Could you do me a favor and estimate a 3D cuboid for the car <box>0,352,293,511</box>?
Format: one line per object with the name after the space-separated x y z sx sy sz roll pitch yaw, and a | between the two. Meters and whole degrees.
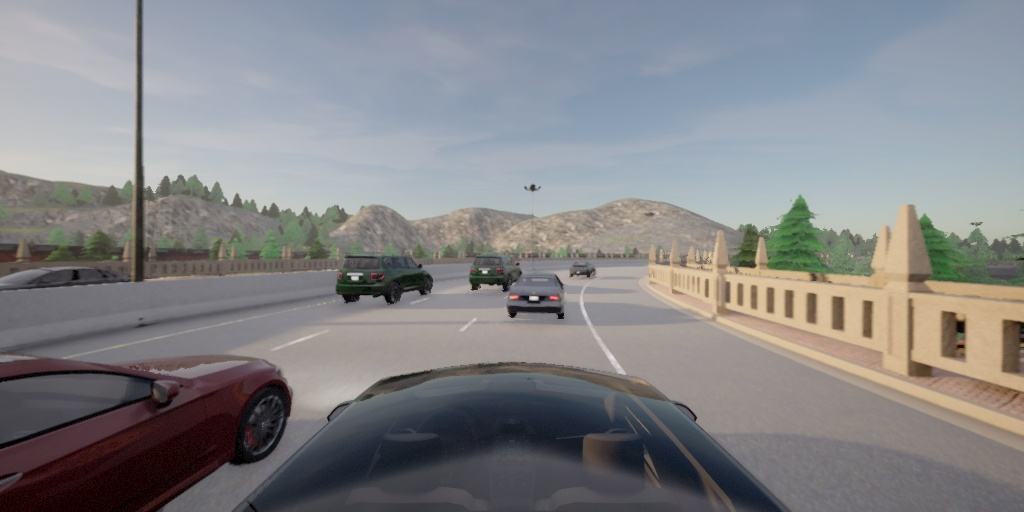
-3.313 1.262 1.962 1.812 1.442 4.674 0 0 1 | car

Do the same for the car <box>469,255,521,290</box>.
-0.854 0.953 21.846 2.150 2.045 5.566 0 0 13 | car

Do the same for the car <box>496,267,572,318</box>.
1.005 1.293 13.066 2.033 1.411 5.357 0 0 8 | car

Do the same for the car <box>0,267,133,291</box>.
-16.744 1.177 13.026 1.837 1.490 4.892 0 0 7 | car

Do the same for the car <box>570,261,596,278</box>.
6.749 1.245 33.881 2.128 1.511 4.902 0 0 22 | car

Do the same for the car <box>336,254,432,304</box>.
-5.532 0.938 16.282 2.150 2.045 5.566 0 0 9 | car
